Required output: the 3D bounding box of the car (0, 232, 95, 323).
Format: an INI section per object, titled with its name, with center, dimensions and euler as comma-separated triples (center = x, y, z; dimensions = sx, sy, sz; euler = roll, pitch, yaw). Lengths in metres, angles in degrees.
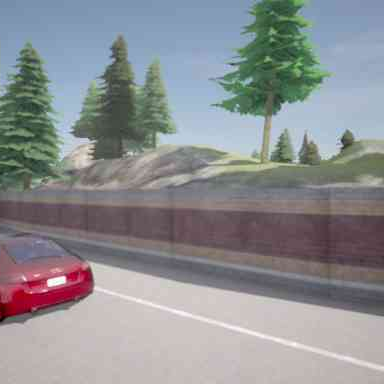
[car]
center = -4.001, 1.589, 7.275
dimensions = 4.181, 1.385, 1.994
euler = 0, 0, 39
